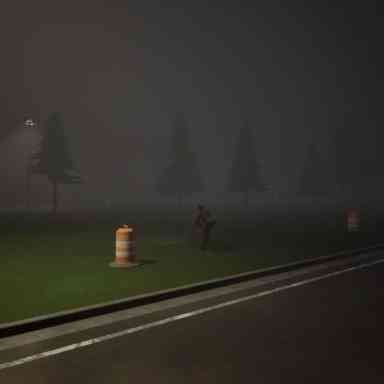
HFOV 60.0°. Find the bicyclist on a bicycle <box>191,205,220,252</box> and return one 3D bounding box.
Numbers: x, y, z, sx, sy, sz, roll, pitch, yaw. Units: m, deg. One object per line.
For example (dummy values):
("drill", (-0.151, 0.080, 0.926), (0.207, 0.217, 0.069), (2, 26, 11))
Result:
("bicyclist on a bicycle", (0.449, 1.308, 12.028), (0.582, 1.620, 1.656), (0, -2, -37))
